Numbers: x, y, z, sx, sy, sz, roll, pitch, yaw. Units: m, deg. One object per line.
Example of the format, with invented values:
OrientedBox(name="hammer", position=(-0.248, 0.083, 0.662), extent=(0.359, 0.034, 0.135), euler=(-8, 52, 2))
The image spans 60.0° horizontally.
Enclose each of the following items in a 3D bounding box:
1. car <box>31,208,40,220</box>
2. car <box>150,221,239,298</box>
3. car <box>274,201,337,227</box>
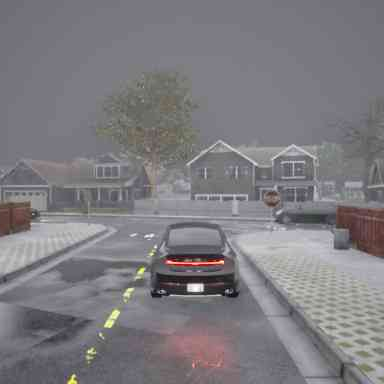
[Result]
OrientedBox(name="car", position=(-14.033, 1.497, 25.789), extent=(4.181, 1.385, 1.994), euler=(0, 0, 13))
OrientedBox(name="car", position=(0.045, 1.506, 8.517), extent=(1.837, 1.490, 4.892), euler=(0, 0, 0))
OrientedBox(name="car", position=(8.042, 1.411, 23.109), extent=(4.553, 1.767, 2.097), euler=(0, 0, 17))
